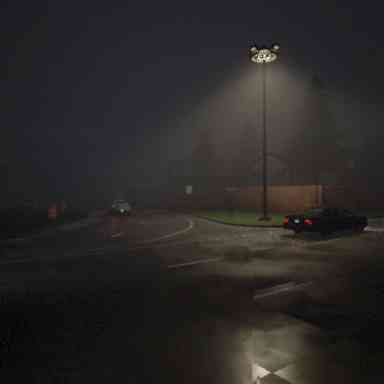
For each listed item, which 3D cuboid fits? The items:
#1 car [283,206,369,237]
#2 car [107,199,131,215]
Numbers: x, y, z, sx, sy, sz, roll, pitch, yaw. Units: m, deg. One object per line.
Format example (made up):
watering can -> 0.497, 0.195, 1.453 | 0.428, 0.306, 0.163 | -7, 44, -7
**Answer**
car -> 7.063, 1.434, 17.381 | 5.357, 1.411, 2.033 | -1, 0, -36
car -> -7.108, 1.434, 32.201 | 1.812, 1.442, 4.674 | 0, 0, -20
